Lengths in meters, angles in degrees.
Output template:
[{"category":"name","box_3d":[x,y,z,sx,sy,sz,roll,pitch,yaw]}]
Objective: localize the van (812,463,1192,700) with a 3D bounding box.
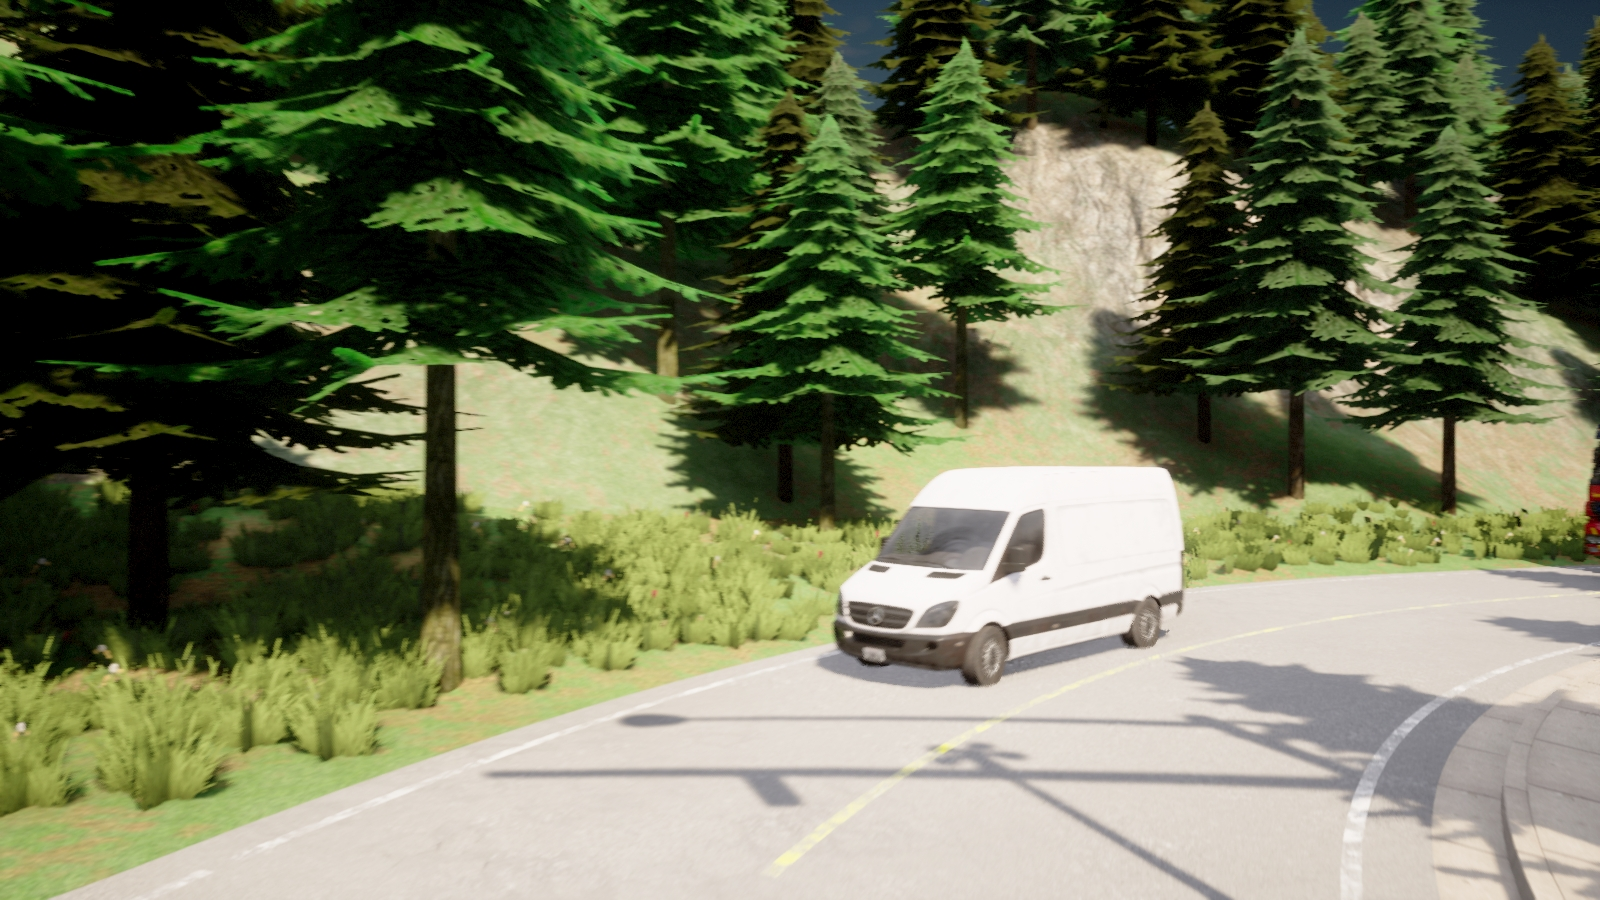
[{"category":"van","box_3d":[2.963,1.496,15.467,5.915,2.561,1.988,0,0,-44]}]

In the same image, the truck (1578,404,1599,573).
[{"category":"truck","box_3d":[22.343,0.873,25.780,8.468,3.827,2.891,0,0,-12]}]
